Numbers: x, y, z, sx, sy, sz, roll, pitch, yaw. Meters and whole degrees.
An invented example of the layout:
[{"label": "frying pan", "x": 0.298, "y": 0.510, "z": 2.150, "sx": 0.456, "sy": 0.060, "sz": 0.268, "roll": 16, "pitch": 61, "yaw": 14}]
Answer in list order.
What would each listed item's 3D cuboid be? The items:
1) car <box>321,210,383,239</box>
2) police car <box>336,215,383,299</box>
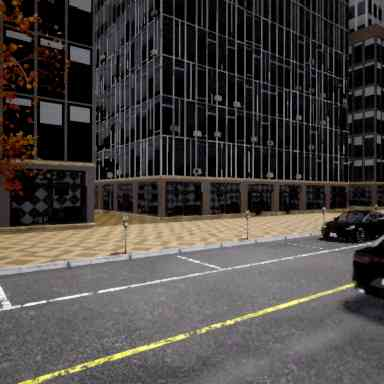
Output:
[{"label": "car", "x": 8.140, "y": 1.563, "z": 16.226, "sx": 4.313, "sy": 1.339, "sz": 1.947, "roll": 0, "pitch": 0, "yaw": -36}, {"label": "police car", "x": 5.647, "y": 1.424, "z": 7.461, "sx": 5.238, "sy": 1.638, "sz": 1.930, "roll": 0, "pitch": 0, "yaw": -35}]
